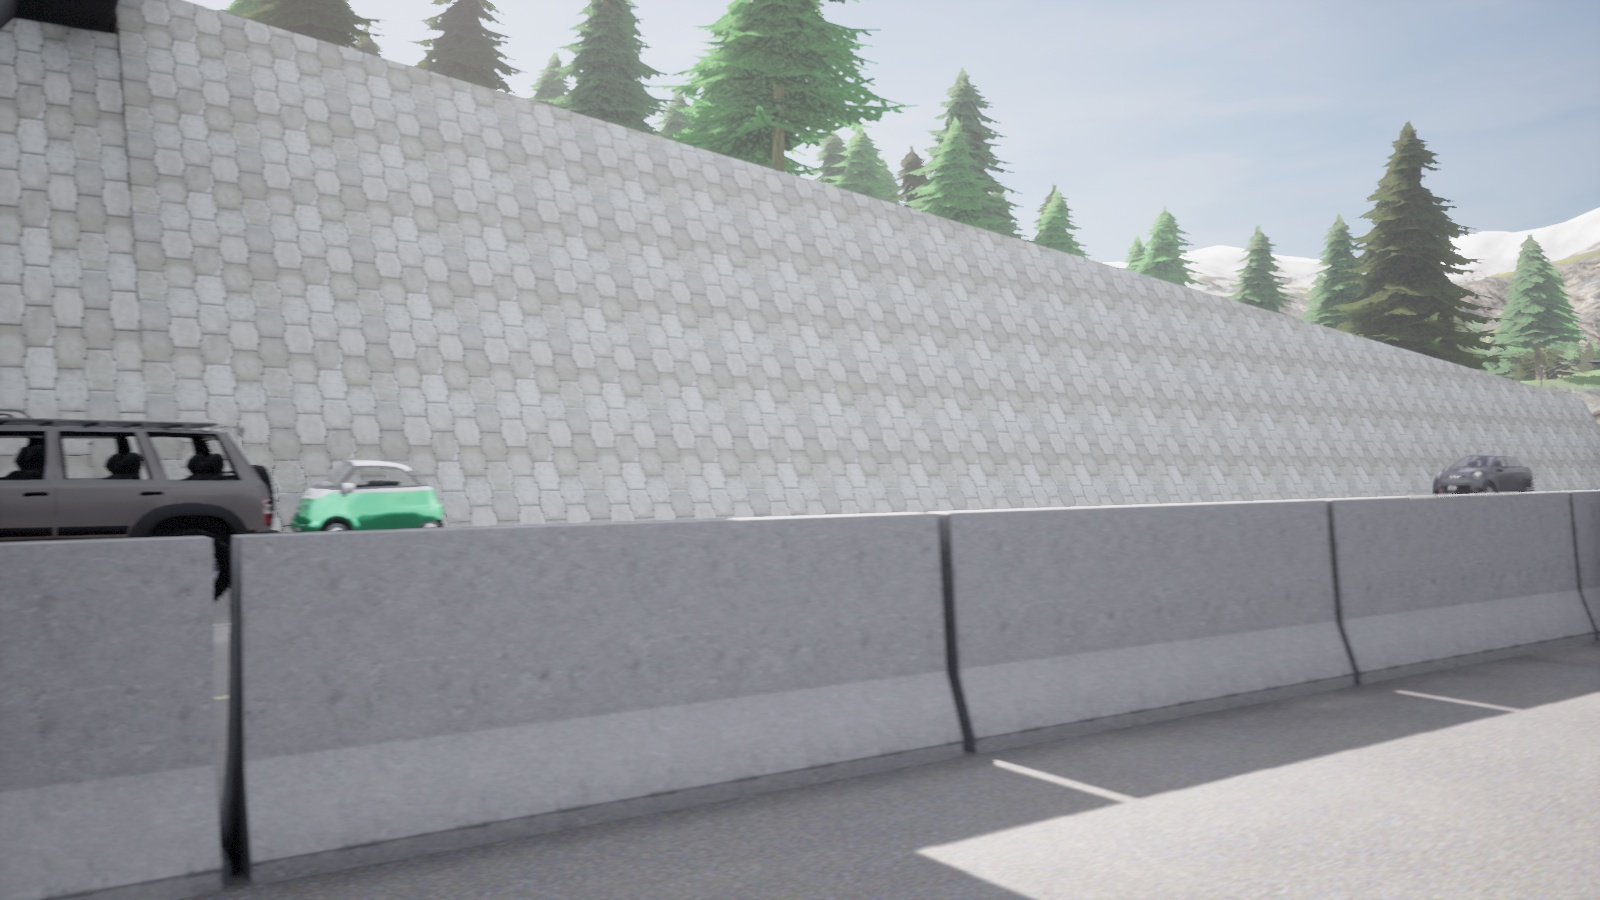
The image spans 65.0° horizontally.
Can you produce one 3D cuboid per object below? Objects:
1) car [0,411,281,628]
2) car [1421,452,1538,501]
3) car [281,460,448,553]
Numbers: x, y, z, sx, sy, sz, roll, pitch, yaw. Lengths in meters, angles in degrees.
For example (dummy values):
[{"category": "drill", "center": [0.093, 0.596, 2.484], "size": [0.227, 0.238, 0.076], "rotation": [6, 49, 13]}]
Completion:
[{"category": "car", "center": [-7.416, 0.607, 11.462], "size": [4.605, 1.855, 1.932], "rotation": [1, -1, -38]}, {"category": "car", "center": [21.691, 0.811, 40.078], "size": [3.633, 1.501, 1.845], "rotation": [0, 0, -35]}, {"category": "car", "center": [-6.973, 0.865, 20.127], "size": [2.207, 1.376, 1.481], "rotation": [0, 0, -35]}]
